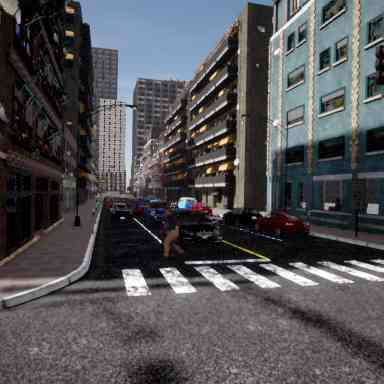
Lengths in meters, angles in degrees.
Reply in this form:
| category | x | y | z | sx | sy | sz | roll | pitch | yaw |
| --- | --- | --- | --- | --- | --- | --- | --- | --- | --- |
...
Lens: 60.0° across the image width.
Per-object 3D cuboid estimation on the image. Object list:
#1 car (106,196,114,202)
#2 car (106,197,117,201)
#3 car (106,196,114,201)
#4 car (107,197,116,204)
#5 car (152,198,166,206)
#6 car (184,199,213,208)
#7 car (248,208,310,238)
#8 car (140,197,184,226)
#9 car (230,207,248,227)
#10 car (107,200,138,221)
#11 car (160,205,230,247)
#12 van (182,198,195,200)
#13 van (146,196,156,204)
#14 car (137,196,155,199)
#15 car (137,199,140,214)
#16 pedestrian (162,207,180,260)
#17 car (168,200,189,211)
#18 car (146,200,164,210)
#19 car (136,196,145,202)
| category | x | y | z | sx | sy | sz | roll | pitch | yaw |
| --- | --- | --- | --- | --- | --- | --- | --- | --- | --- |
| car | -21.260 | 1.805 | 86.327 | 1.947 | 1.339 | 4.313 | 1 | 0 | -15 |
| car | -10.057 | 1.653 | 43.584 | 1.887 | 1.381 | 4.507 | 1 | 0 | -15 |
| car | -22.661 | 1.801 | 91.671 | 1.887 | 1.381 | 4.507 | 1 | 0 | -15 |
| car | -17.016 | 1.713 | 70.135 | 1.752 | 1.417 | 4.829 | 1 | 0 | -15 |
| car | -6.193 | 1.839 | 61.889 | 1.752 | 1.417 | 4.829 | 1 | 0 | -15 |
| car | 0.852 | 1.782 | 35.010 | 1.887 | 1.381 | 4.507 | 1 | 0 | -15 |
| car | 5.053 | 1.777 | 18.981 | 1.802 | 1.307 | 4.206 | 1 | 0 | -15 |
| car | -2.349 | 1.456 | 24.441 | 2.097 | 1.767 | 4.553 | 1 | 0 | -15 |
| car | 3.653 | 1.774 | 24.324 | 1.947 | 1.339 | 4.313 | 1 | 0 | -15 |
| car | -5.857 | 1.631 | 27.555 | 1.947 | 1.339 | 4.313 | 1 | 0 | -15 |
| car | -0.070 | 1.586 | 15.705 | 1.837 | 1.490 | 4.892 | 1 | 0 | -14 |
| van | -0.546 | 1.593 | 40.354 | 1.690 | 1.788 | 3.998 | 1 | 0 | -15 |
| van | -8.949 | 1.687 | 72.412 | 1.690 | 1.788 | 3.998 | 1 | 0 | -15 |
| car | -8.475 | 1.826 | 60.415 | 1.994 | 1.385 | 4.181 | 1 | 0 | -15 |
| car | -4.881 | 1.694 | 34.091 | 1.994 | 1.385 | 4.181 | 1 | 0 | -15 |
| pedestrian | -0.705 | 1.332 | 11.186 | 0.375 | 1.860 | 0.375 | 1 | 0 | -15 |
| car | -1.949 | 1.832 | 45.696 | 1.947 | 1.339 | 4.313 | 1 | 0 | -15 |
| car | -5.539 | 1.830 | 49.205 | 1.895 | 1.301 | 4.718 | 1 | 0 | -15 |
| car | -14.552 | 1.965 | 93.781 | 2.008 | 1.369 | 4.403 | 1 | 0 | -15 |
